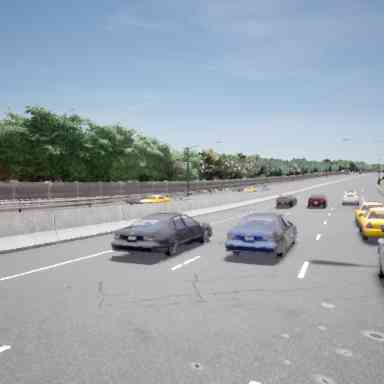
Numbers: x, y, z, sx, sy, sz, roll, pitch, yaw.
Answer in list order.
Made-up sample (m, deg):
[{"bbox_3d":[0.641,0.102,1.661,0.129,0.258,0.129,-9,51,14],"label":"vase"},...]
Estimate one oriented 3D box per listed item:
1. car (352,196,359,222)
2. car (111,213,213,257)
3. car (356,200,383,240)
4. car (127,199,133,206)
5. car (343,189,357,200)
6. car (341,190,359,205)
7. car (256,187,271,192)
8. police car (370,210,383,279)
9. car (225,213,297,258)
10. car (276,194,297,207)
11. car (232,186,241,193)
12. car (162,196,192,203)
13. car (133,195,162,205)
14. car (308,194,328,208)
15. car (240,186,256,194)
[{"bbox_3d":[11.577,1.334,21.436,1.801,1.575,5.366,0,1,24],"label":"car"},{"bbox_3d":[-0.912,1.534,13.042,2.033,1.411,5.357,0,0,24],"label":"car"},{"bbox_3d":[9.140,1.403,16.030,1.801,1.575,5.366,0,1,24],"label":"car"},{"bbox_3d":[-6.619,1.184,43.212,1.994,1.385,4.181,0,1,25],"label":"car"},{"bbox_3d":[25.080,0.387,52.646,1.882,1.535,5.008,0,2,26],"label":"car"},{"bbox_3d":[19.992,0.853,41.911,1.812,1.442,4.674,0,2,26],"label":"car"},{"bbox_3d":[16.460,-0.303,74.495,1.812,1.442,4.674,0,2,27],"label":"car"},{"bbox_3d":[5.107,1.417,6.918,1.930,1.638,5.238,0,0,24],"label":"police car"},{"bbox_3d":[2.857,1.530,12.915,2.033,1.411,5.357,0,0,24],"label":"car"},{"bbox_3d":[11.420,0.990,40.021,2.128,1.511,4.902,0,2,25],"label":"car"},{"bbox_3d":[11.157,-0.597,79.515,1.837,1.490,4.892,0,2,27],"label":"car"},{"bbox_3d":[-1.213,1.281,38.250,1.895,1.301,4.718,0,1,25],"label":"car"},{"bbox_3d":[-4.437,1.159,39.607,1.882,1.535,5.008,0,1,25],"label":"car"},{"bbox_3d":[14.760,0.967,38.902,1.882,1.535,5.008,0,2,25],"label":"car"},{"bbox_3d":[13.341,-0.356,76.082,1.882,1.535,5.008,0,2,27],"label":"car"}]
